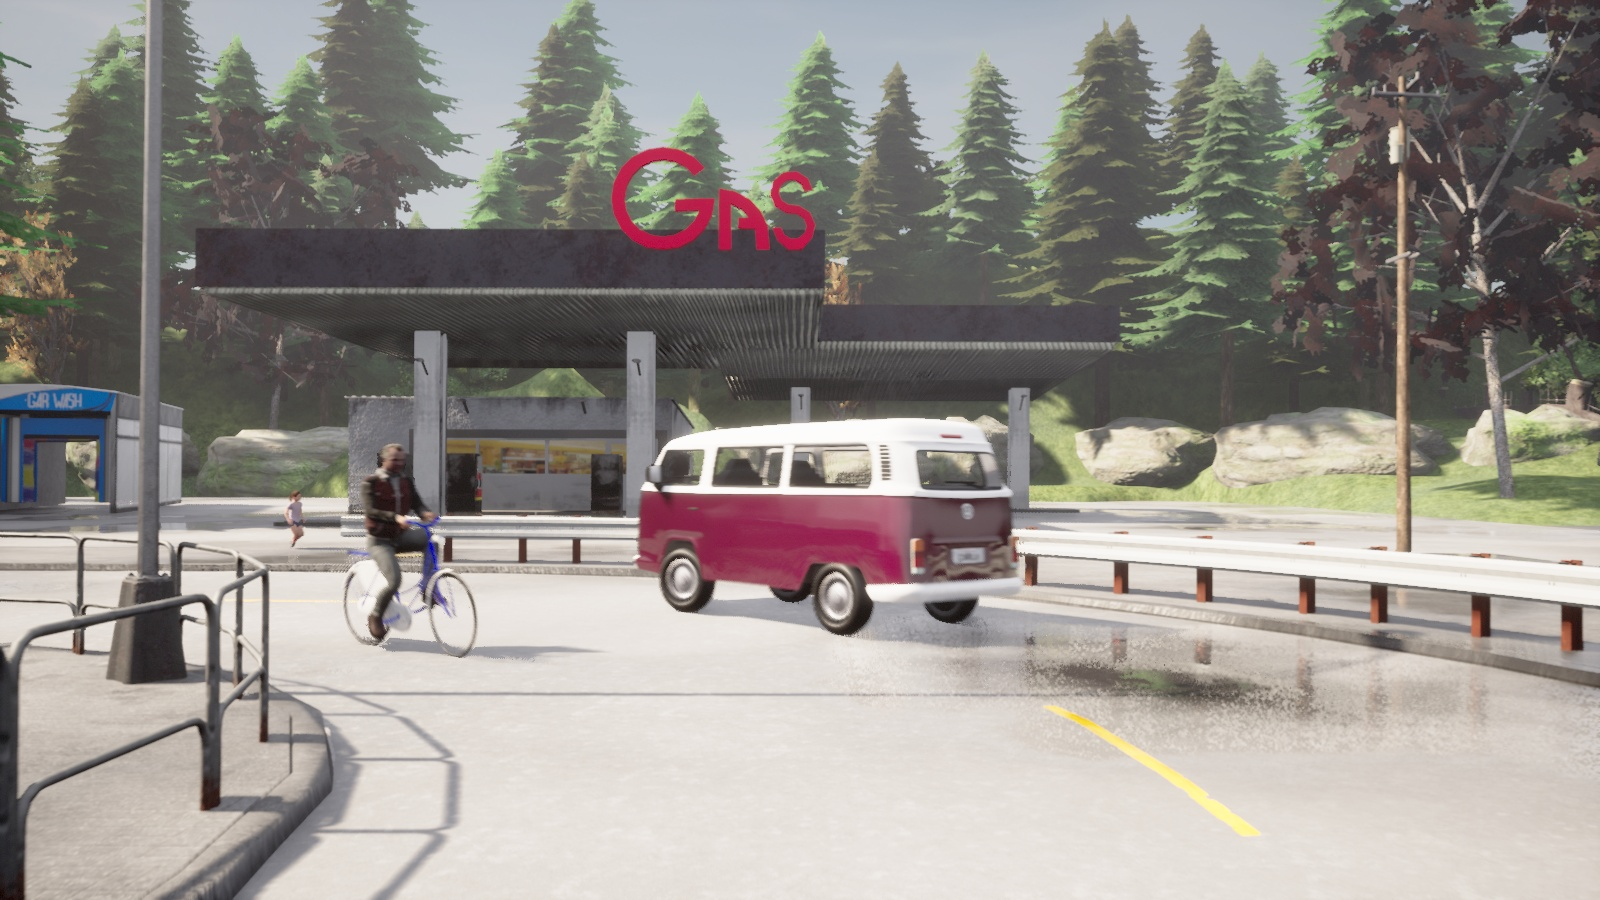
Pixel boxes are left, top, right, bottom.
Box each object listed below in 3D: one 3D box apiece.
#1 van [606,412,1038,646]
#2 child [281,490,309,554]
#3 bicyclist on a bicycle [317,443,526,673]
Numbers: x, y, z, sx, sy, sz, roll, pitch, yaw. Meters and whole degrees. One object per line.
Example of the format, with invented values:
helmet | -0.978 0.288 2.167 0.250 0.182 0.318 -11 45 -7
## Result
van | 0.068 0.734 13.281 2.069 2.038 4.480 1 -2 -42
child | -8.889 1.266 22.099 0.394 1.110 0.255 -1 -1 18
bicyclist on a bicycle | -3.201 0.853 10.549 1.843 1.776 0.659 -1 0 36
